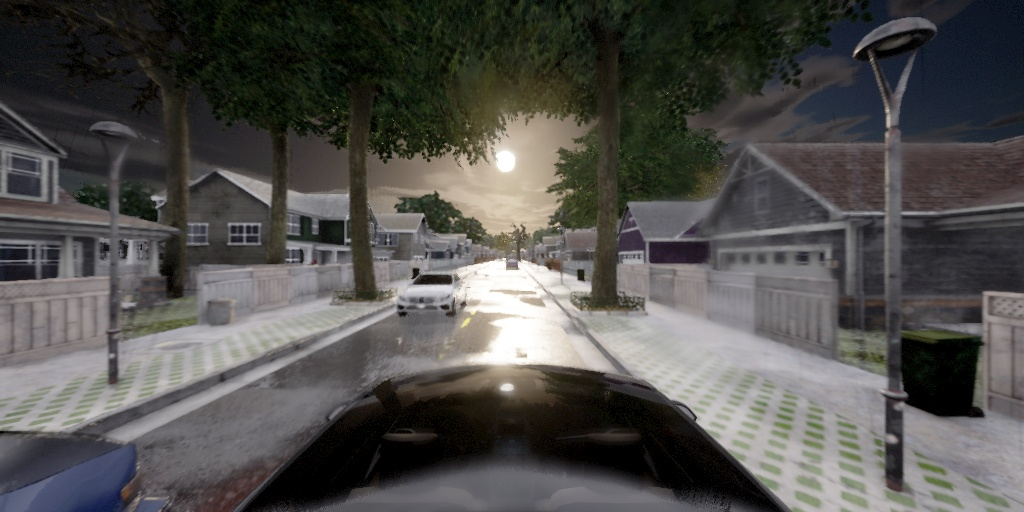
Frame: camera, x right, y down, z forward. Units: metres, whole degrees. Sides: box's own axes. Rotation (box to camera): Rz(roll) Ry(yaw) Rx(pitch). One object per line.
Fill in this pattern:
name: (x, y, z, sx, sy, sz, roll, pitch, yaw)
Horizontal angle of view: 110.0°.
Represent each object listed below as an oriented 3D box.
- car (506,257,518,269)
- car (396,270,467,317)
car: (0.005, 1.261, 55.895, 1.882, 1.535, 5.008, 0, 0, 0)
car: (-2.769, 1.279, 13.319, 1.812, 1.442, 4.674, 0, 0, 0)
